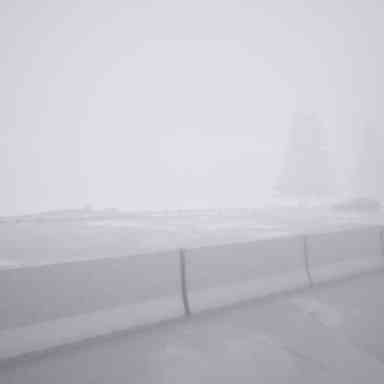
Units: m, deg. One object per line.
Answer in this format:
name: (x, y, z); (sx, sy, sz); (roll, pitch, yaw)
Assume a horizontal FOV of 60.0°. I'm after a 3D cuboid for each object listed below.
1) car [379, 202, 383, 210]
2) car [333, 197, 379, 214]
car: (19.871, 1.403, 30.482); (4.718, 1.301, 1.895); (0, 0, -22)
car: (16.138, 1.275, 32.642); (5.008, 1.535, 1.882); (0, 0, -24)
